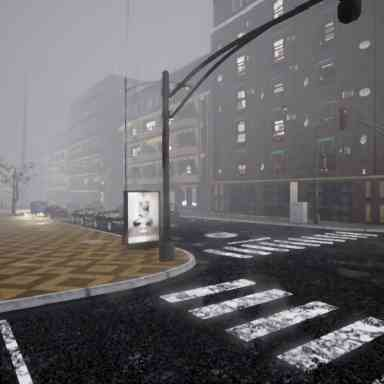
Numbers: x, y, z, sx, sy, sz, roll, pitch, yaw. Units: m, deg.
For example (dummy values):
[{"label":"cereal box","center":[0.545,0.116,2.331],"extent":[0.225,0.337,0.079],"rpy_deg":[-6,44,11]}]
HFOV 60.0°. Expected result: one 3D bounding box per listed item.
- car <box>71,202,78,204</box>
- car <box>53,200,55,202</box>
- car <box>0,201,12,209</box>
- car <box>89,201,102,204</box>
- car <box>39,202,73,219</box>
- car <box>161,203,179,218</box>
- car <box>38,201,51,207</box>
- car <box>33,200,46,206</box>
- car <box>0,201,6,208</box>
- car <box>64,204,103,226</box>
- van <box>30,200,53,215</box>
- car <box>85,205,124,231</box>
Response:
[{"label":"car","center":[-21.450,2.424,59.735],"extent":[1.802,1.307,4.206],"rpy_deg":[-2,0,-36]},{"label":"car","center":[-31.246,2.528,73.272],"extent":[1.967,1.590,4.097],"rpy_deg":[-2,0,-36]},{"label":"car","center":[-38.033,2.703,68.361],"extent":[2.008,1.369,4.403],"rpy_deg":[-2,0,-36]},{"label":"car","center":[-14.922,2.118,50.713],"extent":[1.967,1.590,4.097],"rpy_deg":[-2,0,-36]},{"label":"car","center":[-14.837,2.115,36.150],"extent":[1.887,1.381,4.507],"rpy_deg":[-2,0,-36]},{"label":"car","center":[-3.075,1.824,34.548],"extent":[1.967,1.590,4.097],"rpy_deg":[-2,0,-36]},{"label":"car","center":[-34.506,2.736,77.784],"extent":[1.947,1.339,4.313],"rpy_deg":[-2,0,-36]},{"label":"car","center":[-37.771,2.797,82.297],"extent":[1.887,1.381,4.507],"rpy_deg":[-2,0,-36]},{"label":"car","center":[-44.561,2.862,77.386],"extent":[1.887,1.381,4.507],"rpy_deg":[-2,0,-36]},{"label":"car","center":[-8.761,1.969,27.673],"extent":[2.008,1.369,4.403],"rpy_deg":[-2,0,-36]},{"label":"van","center":[-19.755,2.035,43.038],"extent":[1.690,1.788,3.998],"rpy_deg":[-2,0,-36]},{"label":"car","center":[-5.497,1.888,23.160],"extent":[2.008,1.369,4.403],"rpy_deg":[-2,0,-36]}]
